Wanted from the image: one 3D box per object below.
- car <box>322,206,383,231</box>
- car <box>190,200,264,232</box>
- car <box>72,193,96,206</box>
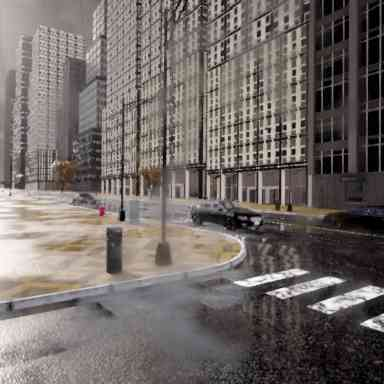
[{"bbox_3d":[10.015,1.460,18.400,2.033,1.411,5.357,0,2,-35],"label":"car"},{"bbox_3d":[1.825,1.236,18.480,2.128,1.511,4.902,1,1,-35],"label":"car"},{"bbox_3d":[-12.967,0.852,39.790,1.812,1.442,4.674,1,1,-35],"label":"car"}]
